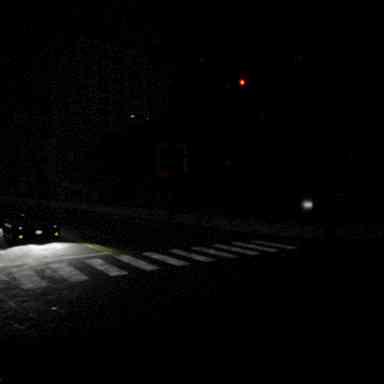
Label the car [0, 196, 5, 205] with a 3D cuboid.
[{"bbox_3d":[-34.417,1.436,58.464,2.128,1.511,4.902,0,0,-36],"label":"car"}]

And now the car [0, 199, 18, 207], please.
[{"bbox_3d":[-12.861,1.483,22.972,1.837,1.490,4.892,0,0,-36],"label":"car"}]

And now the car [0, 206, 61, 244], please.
[{"bbox_3d":[-7.749,1.549,15.939,1.994,1.385,4.181,0,0,-36],"label":"car"}]

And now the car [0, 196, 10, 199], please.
[{"bbox_3d":[-28.301,1.554,50.065,1.895,1.301,4.718,0,0,-36],"label":"car"}]
